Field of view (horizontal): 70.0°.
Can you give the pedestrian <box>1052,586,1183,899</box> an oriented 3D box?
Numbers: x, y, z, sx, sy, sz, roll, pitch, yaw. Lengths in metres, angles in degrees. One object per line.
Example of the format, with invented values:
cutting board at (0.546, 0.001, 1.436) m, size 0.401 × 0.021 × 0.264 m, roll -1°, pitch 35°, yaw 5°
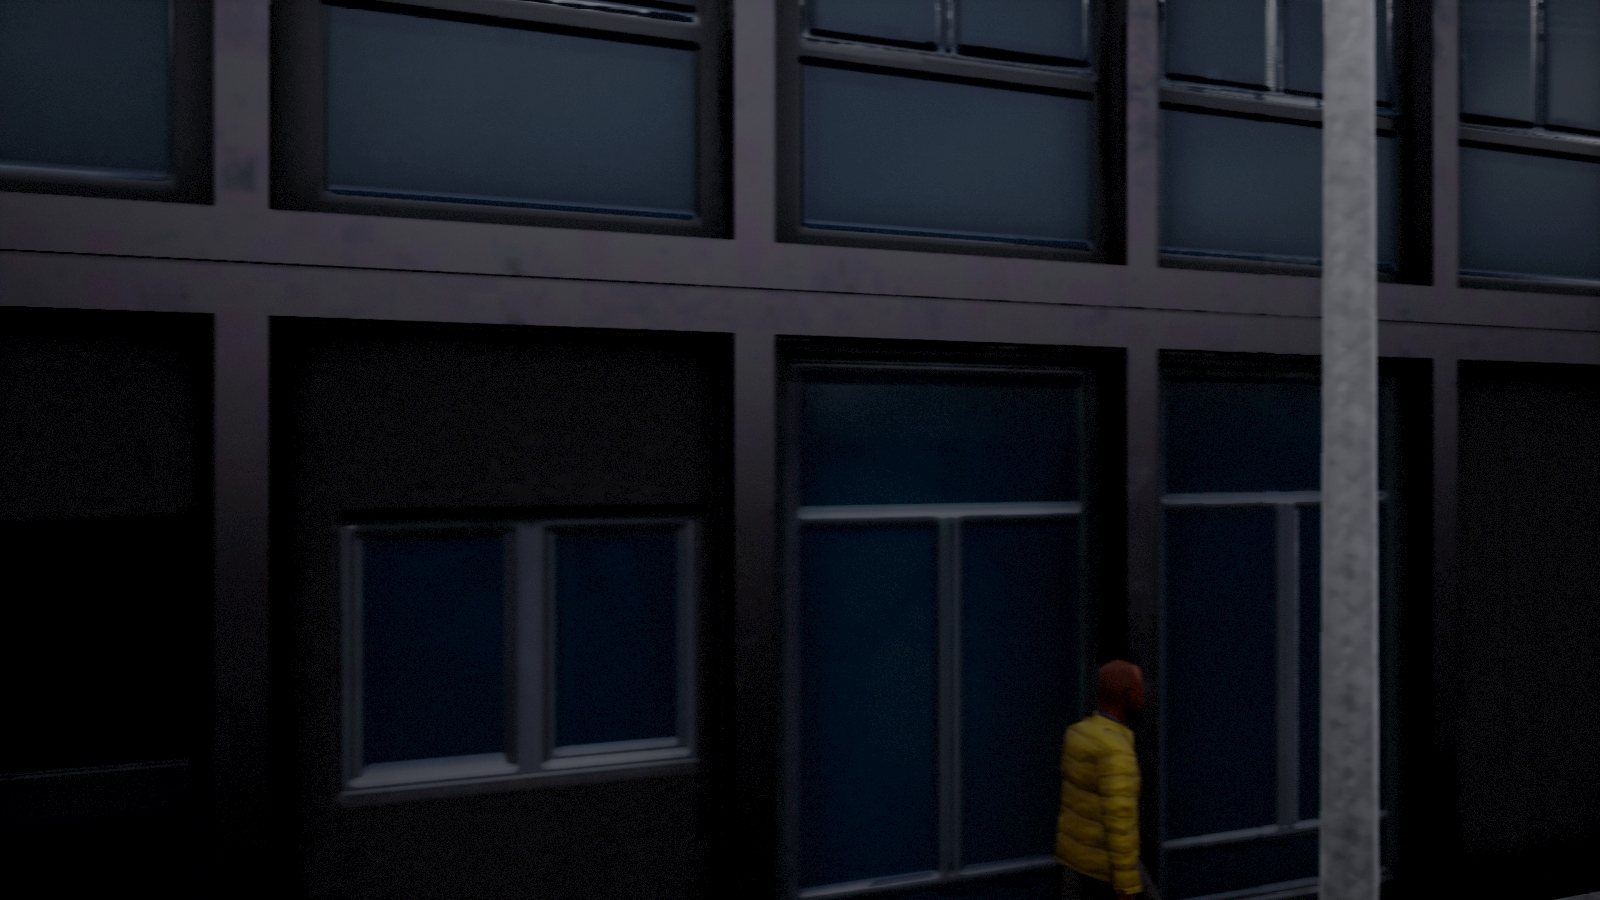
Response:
pedestrian at (1.312, 1.523, 4.746) m, size 0.375 × 1.860 × 0.375 m, roll 0°, pitch 0°, yaw -21°
